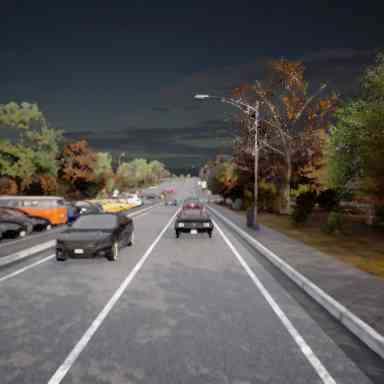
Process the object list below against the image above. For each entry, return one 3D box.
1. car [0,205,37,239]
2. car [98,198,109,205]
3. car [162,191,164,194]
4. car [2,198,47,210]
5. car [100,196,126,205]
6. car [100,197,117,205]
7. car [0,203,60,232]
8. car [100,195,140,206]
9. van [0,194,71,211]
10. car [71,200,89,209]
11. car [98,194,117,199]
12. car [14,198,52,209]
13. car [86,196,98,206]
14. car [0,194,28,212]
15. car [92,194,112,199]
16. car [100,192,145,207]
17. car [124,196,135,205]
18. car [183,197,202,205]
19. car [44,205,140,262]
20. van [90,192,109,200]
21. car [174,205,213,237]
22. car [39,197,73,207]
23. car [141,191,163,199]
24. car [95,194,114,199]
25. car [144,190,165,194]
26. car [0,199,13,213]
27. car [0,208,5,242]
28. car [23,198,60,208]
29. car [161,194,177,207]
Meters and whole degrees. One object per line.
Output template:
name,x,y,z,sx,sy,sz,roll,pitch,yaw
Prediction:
car,-10.232,1.523,15.447,4.792,1.488,2.163,0,0,0
car,-10.232,1.498,29.328,4.892,1.521,2.231,0,0,0
car,-10.431,1.182,86.901,4.792,1.488,2.163,0,0,0
car,-23.104,1.612,46.014,5.366,1.575,1.946,0,0,0
car,-10.043,1.522,34.748,5.366,1.575,1.946,0,0,0
car,-10.419,1.506,32.096,5.366,1.575,1.946,0,0,0
car,-10.228,1.522,18.223,4.792,1.488,2.163,0,0,0
car,-10.395,1.613,45.974,5.366,1.575,1.946,0,0,0
van,-10.369,1.266,20.999,4.442,1.987,1.878,0,0,0
car,-10.277,1.520,23.776,4.792,1.488,2.163,0,0,0
car,-23.496,1.177,92.438,4.792,1.488,2.163,0,0,0
car,-23.282,1.678,48.784,4.674,1.452,2.002,0,0,0
car,-10.274,1.367,26.549,4.553,1.767,2.185,0,0,0
car,-23.327,1.317,40.477,5.566,2.045,2.435,0,0,0
car,-23.485,1.190,86.740,4.674,1.452,2.002,0,0,0
car,-10.233,1.388,48.752,5.566,2.045,2.435,0,0,0
car,-10.034,1.567,40.421,5.366,1.575,1.946,0,0,0
car,0.046,1.382,35.696,2.097,1.767,4.553,0,0,0
car,-3.353,1.473,12.338,1.882,1.535,5.008,0,0,0
van,-23.362,0.923,84.067,4.442,1.987,1.878,1,0,0
car,0.092,1.601,18.010,1.895,1.301,4.718,0,0,0
car,-23.266,1.706,56.971,5.008,1.535,2.097,0,0,0
car,-10.379,1.179,84.117,4.792,1.488,2.163,0,0,0
car,-23.478,1.192,89.525,4.674,1.452,2.002,0,0,0
car,-10.426,1.029,89.687,4.553,1.767,2.185,0,0,0
car,-23.275,1.575,37.706,4.792,1.488,2.163,0,0,0
car,-10.237,1.524,12.670,4.792,1.488,2.163,0,0,0
car,-23.251,1.691,51.554,4.792,1.488,2.163,0,0,0
car,-3.461,1.581,54.420,2.128,1.511,4.902,0,0,0
